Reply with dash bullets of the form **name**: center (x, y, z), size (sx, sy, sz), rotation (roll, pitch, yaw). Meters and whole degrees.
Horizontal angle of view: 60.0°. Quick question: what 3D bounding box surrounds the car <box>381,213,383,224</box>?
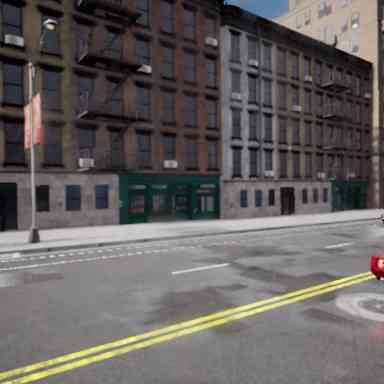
- **car**: center (14.482, 1.599, 22.007), size (4.718, 1.301, 1.895), rotation (0, 0, -36)

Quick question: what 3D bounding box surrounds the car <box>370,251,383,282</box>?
- **car**: center (6.356, 1.599, 7.996), size (4.718, 1.301, 1.895), rotation (0, 0, -35)
